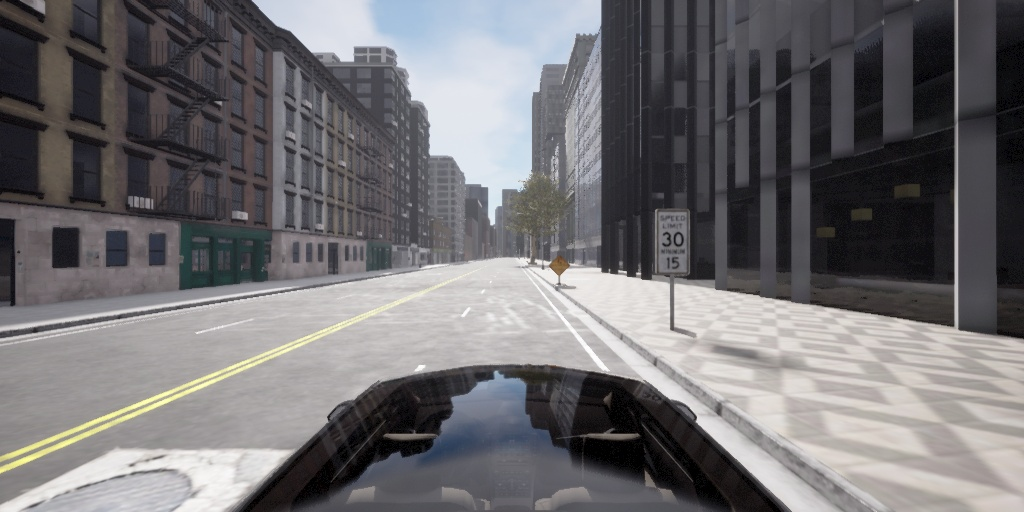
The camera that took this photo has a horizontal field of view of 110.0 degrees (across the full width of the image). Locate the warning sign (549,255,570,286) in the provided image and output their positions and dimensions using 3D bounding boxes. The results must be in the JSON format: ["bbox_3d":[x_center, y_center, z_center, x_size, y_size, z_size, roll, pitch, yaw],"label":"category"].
[{"bbox_3d":[2.850,0.856,21.576,1.300,1.860,1.060,0,0,0],"label":"warning sign"}]
